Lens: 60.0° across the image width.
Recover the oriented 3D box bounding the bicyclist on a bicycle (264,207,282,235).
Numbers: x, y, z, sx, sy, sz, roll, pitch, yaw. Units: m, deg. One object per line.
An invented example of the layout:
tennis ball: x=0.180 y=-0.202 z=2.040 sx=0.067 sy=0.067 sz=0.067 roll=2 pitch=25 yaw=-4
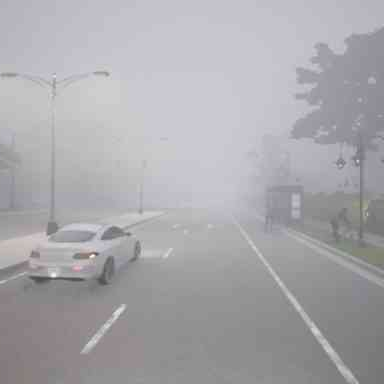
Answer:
bicyclist on a bicycle: x=4.830 y=1.696 z=19.903 sx=0.582 sy=1.620 sz=1.656 roll=1 pitch=0 yaw=-27

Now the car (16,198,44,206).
car: x=-27.941 y=1.734 z=57.427 sx=4.674 sy=1.442 sz=1.812 roll=1 pitch=-1 yaw=3

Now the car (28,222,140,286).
car: x=-2.832 y=1.583 z=9.567 sx=1.812 sy=1.442 sz=4.674 roll=1 pitch=-1 yaw=5

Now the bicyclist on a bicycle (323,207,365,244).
bicyclist on a bicycle: x=6.726 y=1.520 z=15.013 sx=1.656 sy=1.620 sz=0.582 roll=1 pitch=-1 yaw=-1

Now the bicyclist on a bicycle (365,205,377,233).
bicyclist on a bicycle: x=10.553 y=1.609 z=19.736 sx=0.582 sy=1.620 sz=1.656 roll=1 pitch=-1 yaw=14
